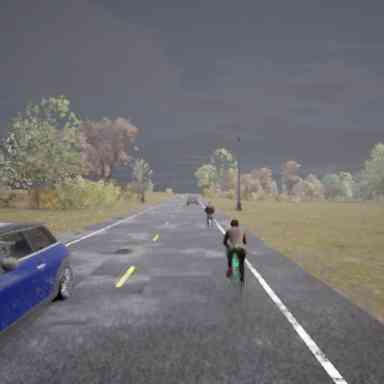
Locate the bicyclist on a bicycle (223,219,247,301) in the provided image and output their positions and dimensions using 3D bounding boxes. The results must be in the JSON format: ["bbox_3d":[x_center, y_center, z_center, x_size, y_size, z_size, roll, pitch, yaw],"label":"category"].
[{"bbox_3d":[0.963,1.442,7.366,0.582,1.620,1.656,0,0,0],"label":"bicyclist on a bicycle"}]

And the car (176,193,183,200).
[{"bbox_3d":[-3.485,1.211,93.454,2.097,1.767,4.553,0,0,0],"label":"car"}]

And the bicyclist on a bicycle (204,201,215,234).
[{"bbox_3d":[0.965,1.343,18.007,0.659,1.776,1.843,0,0,0],"label":"bicyclist on a bicycle"}]

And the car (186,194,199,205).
[{"bbox_3d":[0.110,1.406,56.507,2.128,1.511,4.902,0,0,0],"label":"car"}]

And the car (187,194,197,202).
[{"bbox_3d":[0.011,1.242,73.565,2.097,1.767,4.553,0,0,0],"label":"car"}]

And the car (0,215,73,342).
[{"bbox_3d":[-3.600,1.344,5.218,2.097,1.767,4.553,0,0,0],"label":"car"}]
